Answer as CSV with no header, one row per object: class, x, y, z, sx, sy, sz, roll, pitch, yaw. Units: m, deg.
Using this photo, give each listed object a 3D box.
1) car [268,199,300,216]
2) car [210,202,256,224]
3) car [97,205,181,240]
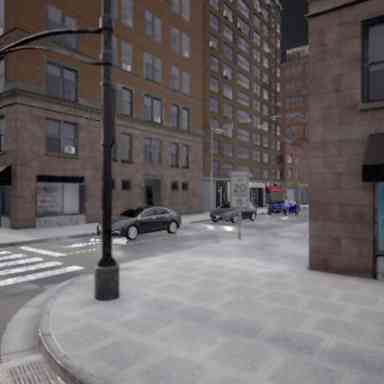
car,9.238,1.494,33.384,1.882,1.535,5.008,0,0,36
car,3.188,1.499,24.992,1.837,1.490,4.892,0,0,36
car,-2.553,1.480,17.022,1.837,1.490,4.892,0,0,37
